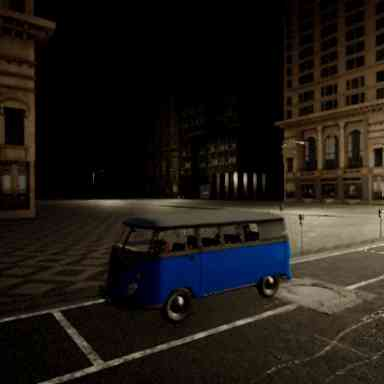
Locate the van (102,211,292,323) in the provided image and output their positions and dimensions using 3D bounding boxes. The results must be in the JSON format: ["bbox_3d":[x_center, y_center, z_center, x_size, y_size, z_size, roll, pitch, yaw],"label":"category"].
[{"bbox_3d":[0.281,1.326,6.853,3.998,1.788,1.690,0,0,-36],"label":"van"}]
